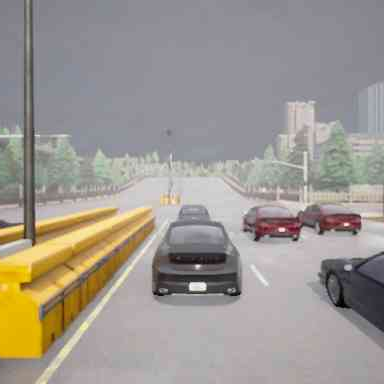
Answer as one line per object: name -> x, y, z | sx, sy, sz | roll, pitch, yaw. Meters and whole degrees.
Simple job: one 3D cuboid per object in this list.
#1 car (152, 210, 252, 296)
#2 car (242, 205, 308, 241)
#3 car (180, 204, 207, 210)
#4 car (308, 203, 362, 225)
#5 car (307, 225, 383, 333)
car -> 0.098, 1.429, 8.394 | 1.837, 1.490, 4.892 | 0, 1, 0
car -> 3.592, 1.336, 15.772 | 1.882, 1.535, 5.008 | 0, 0, 0
car -> 0.090, 1.383, 18.235 | 2.033, 1.411, 5.357 | 0, 1, 0
car -> 7.090, 1.318, 17.760 | 1.882, 1.535, 5.008 | 0, 0, 0
car -> 3.594, 1.505, 4.652 | 2.033, 1.411, 5.357 | 0, 1, 0
